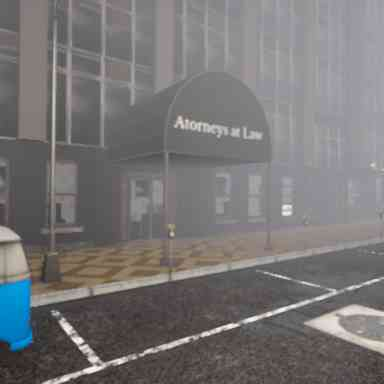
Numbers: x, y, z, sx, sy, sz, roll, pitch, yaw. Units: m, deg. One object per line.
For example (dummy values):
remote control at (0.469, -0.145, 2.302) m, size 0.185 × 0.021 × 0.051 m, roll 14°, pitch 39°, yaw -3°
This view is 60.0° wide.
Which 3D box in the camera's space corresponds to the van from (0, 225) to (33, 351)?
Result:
van at (-3.947, 1.342, 3.726) m, size 3.998 × 1.788 × 1.690 m, roll 0°, pitch 1°, yaw -35°
